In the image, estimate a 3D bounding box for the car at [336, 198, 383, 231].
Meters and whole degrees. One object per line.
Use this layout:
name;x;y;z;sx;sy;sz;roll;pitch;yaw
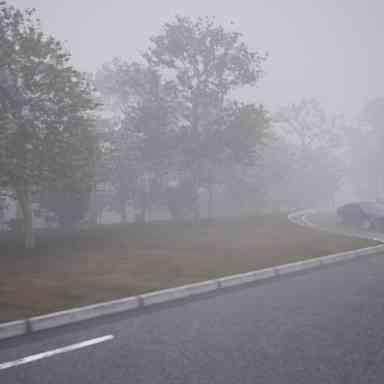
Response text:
car;10.247;1.313;19.495;1.882;1.535;5.008;-1;1;0

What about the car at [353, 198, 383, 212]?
car;19.239;1.299;34.642;4.718;1.301;1.895;-1;0;-24
